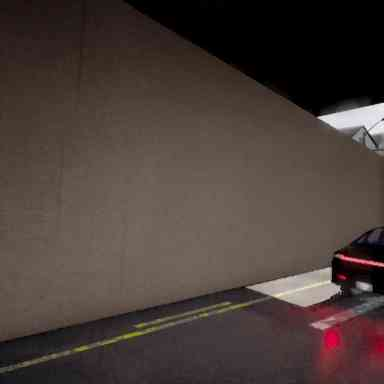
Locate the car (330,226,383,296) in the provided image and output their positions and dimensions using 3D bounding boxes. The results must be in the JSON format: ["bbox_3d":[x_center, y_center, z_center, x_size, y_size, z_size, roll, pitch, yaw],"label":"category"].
[{"bbox_3d":[5.078,1.490,7.396,4.902,1.511,2.128,0,0,-35],"label":"car"}]
